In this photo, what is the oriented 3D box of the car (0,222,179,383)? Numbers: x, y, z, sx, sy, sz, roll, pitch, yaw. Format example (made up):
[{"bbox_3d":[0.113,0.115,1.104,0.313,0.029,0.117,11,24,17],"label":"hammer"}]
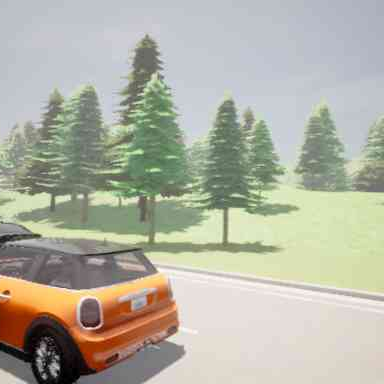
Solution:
[{"bbox_3d":[-2.507,1.570,5.763,4.553,1.767,2.097,-1,-3,33],"label":"car"}]
